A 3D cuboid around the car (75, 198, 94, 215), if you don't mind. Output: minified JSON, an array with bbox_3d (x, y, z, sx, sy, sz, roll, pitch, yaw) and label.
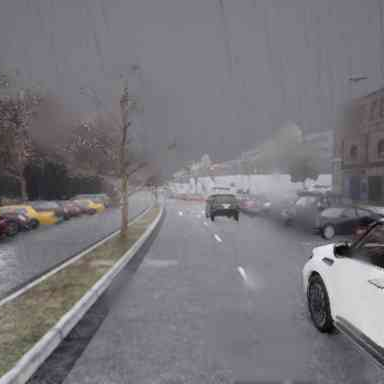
[{"bbox_3d":[-11.361,1.544,29.116,4.674,1.452,2.002,-1,0,-23],"label":"car"}]

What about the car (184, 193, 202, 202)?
[{"bbox_3d":[1.044,1.503,84.529,4.553,1.767,2.185,0,0,-30],"label":"car"}]

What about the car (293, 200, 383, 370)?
[{"bbox_3d":[3.069,1.218,3.575,2.150,2.045,5.566,0,0,0],"label":"car"}]

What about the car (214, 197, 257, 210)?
[{"bbox_3d":[5.737,1.441,43.903,5.366,1.575,1.946,1,0,-25],"label":"car"}]

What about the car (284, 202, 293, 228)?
[{"bbox_3d":[7.506,1.466,16.842,5.008,1.535,2.097,1,0,-22],"label":"car"}]

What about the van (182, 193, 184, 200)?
[{"bbox_3d":[0.473,1.396,87.451,4.442,1.987,1.878,0,0,-30],"label":"van"}]

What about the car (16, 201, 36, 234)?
[{"bbox_3d":[-10.824,1.381,17.277,4.553,1.767,2.185,-1,0,-22],"label":"car"}]

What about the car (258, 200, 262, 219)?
[{"bbox_3d":[7.267,1.501,22.885,4.674,1.452,2.002,1,0,-23],"label":"car"}]

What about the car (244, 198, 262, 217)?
[{"bbox_3d":[6.972,1.497,28.915,4.674,1.452,2.002,1,0,-23],"label":"car"}]

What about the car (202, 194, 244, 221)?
[{"bbox_3d":[2.373,1.204,27.056,2.150,2.045,5.566,0,0,-3],"label":"car"}]

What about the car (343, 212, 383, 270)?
[{"bbox_3d":[7.649,1.471,10.806,5.008,1.535,2.097,1,0,-21],"label":"car"}]

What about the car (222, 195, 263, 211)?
[{"bbox_3d":[6.185,1.322,40.983,4.553,1.767,2.185,1,0,-25],"label":"car"}]

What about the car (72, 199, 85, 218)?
[{"bbox_3d":[-11.189,1.545,26.160,4.674,1.452,2.002,-1,0,-23],"label":"car"}]

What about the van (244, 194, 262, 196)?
[{"bbox_3d":[6.284,1.223,37.909,4.442,1.987,1.878,1,0,-24],"label":"van"}]

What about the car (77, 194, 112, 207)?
[{"bbox_3d":[-11.946,1.377,37.991,4.553,1.767,2.185,-1,0,-24],"label":"car"}]

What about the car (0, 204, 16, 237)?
[{"bbox_3d":[-10.685,1.505,14.325,5.008,1.535,2.097,-1,0,-21],"label":"car"}]

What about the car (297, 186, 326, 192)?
[{"bbox_3d":[20.581,0.156,59.001,2.002,1.452,4.674,-7,4,-30],"label":"car"}]

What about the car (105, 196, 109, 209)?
[{"bbox_3d":[-11.924,1.503,34.950,5.366,1.575,1.946,-1,0,-24],"label":"car"}]

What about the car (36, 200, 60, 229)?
[{"bbox_3d":[-11.078,1.505,20.171,5.366,1.575,1.946,-1,0,-22],"label":"car"}]

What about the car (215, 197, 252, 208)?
[{"bbox_3d":[5.823,1.479,46.962,4.792,1.488,2.163,1,0,-25],"label":"car"}]

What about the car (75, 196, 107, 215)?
[{"bbox_3d":[-11.384,1.498,32.150,5.366,1.575,1.946,-1,0,-24],"label":"car"}]

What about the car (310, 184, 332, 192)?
[{"bbox_3d":[23.532,-0.424,59.489,2.435,2.045,5.566,-7,4,-30],"label":"car"}]

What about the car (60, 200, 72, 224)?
[{"bbox_3d":[-11.014,1.379,23.212,4.553,1.767,2.185,-1,0,-23],"label":"car"}]

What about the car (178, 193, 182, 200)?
[{"bbox_3d":[0.031,1.365,90.458,5.566,2.045,2.435,1,0,-30],"label":"car"}]

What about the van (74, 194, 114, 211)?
[{"bbox_3d":[-12.114,1.276,40.981,4.442,1.987,1.878,-1,0,-24],"label":"van"}]

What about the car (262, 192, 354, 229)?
[{"bbox_3d":[7.373,1.212,19.847,5.566,2.045,2.435,1,0,-22],"label":"car"}]
